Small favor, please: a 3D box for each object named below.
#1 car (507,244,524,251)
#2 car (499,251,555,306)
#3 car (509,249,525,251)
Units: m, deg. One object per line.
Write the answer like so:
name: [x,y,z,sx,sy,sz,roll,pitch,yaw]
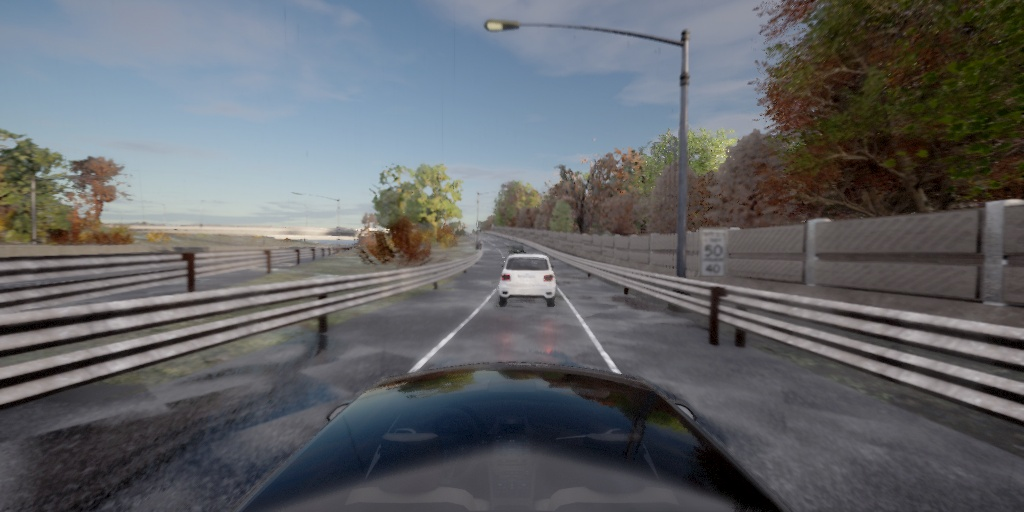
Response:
car: [0.583,-0.738,50.525,2.150,2.045,5.566,1,5,-4]
car: [0.675,0.924,15.681,2.150,2.045,5.566,1,1,3]
car: [0.993,0.329,40.336,1.994,1.385,4.181,1,3,-2]
